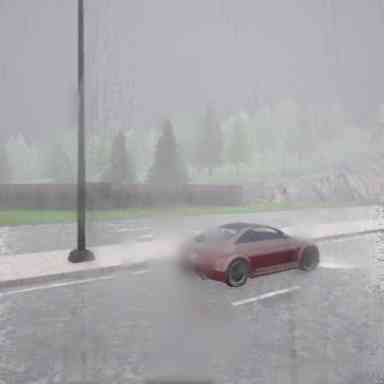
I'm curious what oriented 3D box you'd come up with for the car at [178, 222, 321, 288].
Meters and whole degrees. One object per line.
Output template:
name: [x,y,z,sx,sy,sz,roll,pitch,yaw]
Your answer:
car: [1.683,1.544,9.285,4.181,1.385,1.994,0,0,-35]
